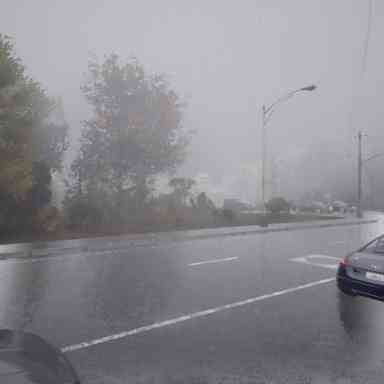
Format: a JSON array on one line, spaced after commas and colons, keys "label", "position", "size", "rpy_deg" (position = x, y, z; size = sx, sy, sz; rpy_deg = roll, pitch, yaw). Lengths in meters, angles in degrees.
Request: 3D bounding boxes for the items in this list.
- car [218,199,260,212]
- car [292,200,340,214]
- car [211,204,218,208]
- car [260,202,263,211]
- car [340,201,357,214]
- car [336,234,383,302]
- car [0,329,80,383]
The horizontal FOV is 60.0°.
[{"label": "car", "position": [6.775, 1.968, 48.322], "size": [2.150, 2.045, 5.566], "rpy_deg": [0, -3, -32]}, {"label": "car", "position": [13.559, 1.741, 37.556], "size": [2.128, 1.511, 4.902], "rpy_deg": [0, -2, -32]}, {"label": "car", "position": [3.625, 2.841, 59.925], "size": [2.128, 1.511, 4.902], "rpy_deg": [0, -3, -32]}, {"label": "car", "position": [11.206, 2.112, 47.858], "size": [2.128, 1.511, 4.902], "rpy_deg": [0, -3, -32]}, {"label": "car", "position": [16.739, 1.741, 39.058], "size": [2.128, 1.511, 4.902], "rpy_deg": [0, -2, -34]}, {"label": "car", "position": [5.129, 1.574, 7.412], "size": [4.181, 1.385, 1.994], "rpy_deg": [0, 0, -34]}, {"label": "car", "position": [-3.033, 1.505, 1.581], "size": [4.892, 1.490, 1.837], "rpy_deg": [0, 0, -36]}]
